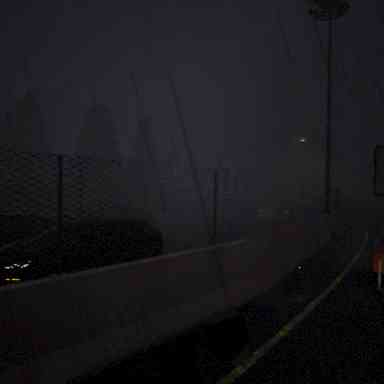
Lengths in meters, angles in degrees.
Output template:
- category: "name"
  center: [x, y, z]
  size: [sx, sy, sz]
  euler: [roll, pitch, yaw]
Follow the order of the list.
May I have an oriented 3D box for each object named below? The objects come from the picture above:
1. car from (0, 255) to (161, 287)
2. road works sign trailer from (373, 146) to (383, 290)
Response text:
- category: "car"
  center: [-2.771, 1.428, 8.824]
  size: [1.837, 1.490, 4.892]
  euler: [1, 0, 36]
- category: "road works sign trailer"
  center: [5.968, 0.510, 8.428]
  size: [2.380, 3.560, 2.880]
  euler: [1, 0, 31]
